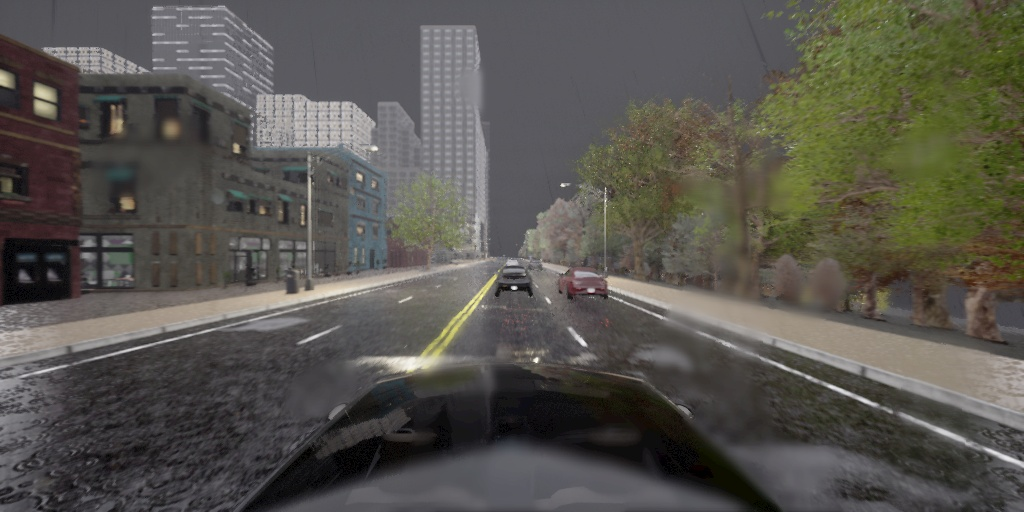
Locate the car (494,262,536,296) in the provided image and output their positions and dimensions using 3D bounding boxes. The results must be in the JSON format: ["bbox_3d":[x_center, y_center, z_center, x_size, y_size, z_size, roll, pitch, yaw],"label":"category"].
[{"bbox_3d":[0.102,1.261,19.535,1.837,1.490,4.892,0,0,0],"label":"car"}]

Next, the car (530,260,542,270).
[{"bbox_3d":[3.352,1.259,52.657,2.128,1.511,4.902,0,0,0],"label":"car"}]

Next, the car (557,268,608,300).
[{"bbox_3d":[3.352,1.281,17.484,1.812,1.442,4.674,0,0,0],"label":"car"}]

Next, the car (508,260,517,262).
[{"bbox_3d":[0.102,1.294,54.315,1.812,1.442,4.674,0,0,0],"label":"car"}]
